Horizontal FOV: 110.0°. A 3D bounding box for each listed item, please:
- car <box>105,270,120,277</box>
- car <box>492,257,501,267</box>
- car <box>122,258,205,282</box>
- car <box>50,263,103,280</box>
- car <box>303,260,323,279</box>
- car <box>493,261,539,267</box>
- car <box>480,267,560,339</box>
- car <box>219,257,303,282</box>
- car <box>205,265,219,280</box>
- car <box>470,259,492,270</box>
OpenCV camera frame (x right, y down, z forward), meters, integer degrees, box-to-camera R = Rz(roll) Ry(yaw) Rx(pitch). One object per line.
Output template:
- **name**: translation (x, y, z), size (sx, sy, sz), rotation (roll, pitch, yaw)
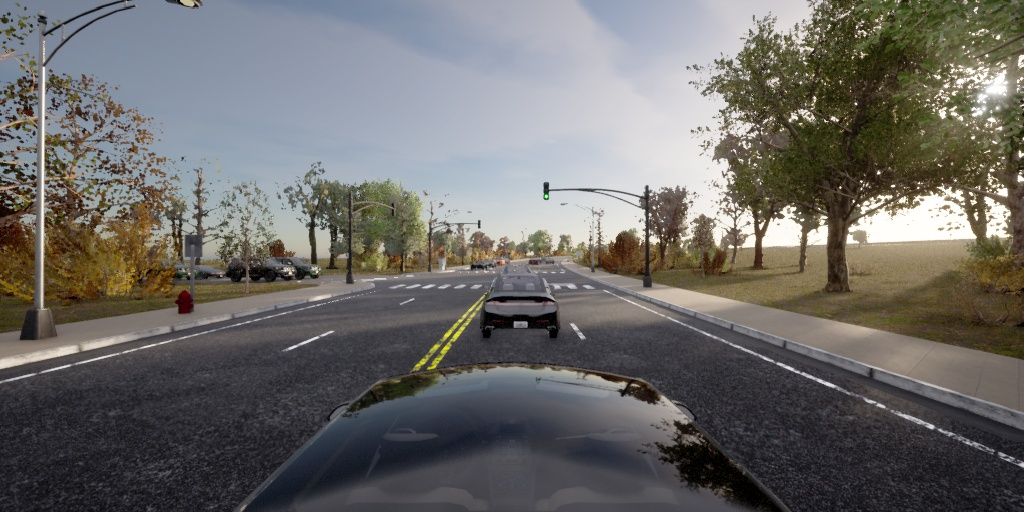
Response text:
- **car**: translation (-43.375, 1.713, 37.527), size (5.357, 1.411, 2.033), rotation (-1, -1, 10)
- **car**: translation (-3.622, 1.228, 59.463), size (2.033, 1.411, 5.357), rotation (0, 0, 5)
- **car**: translation (-31.028, 1.229, 32.008), size (5.566, 2.045, 2.150), rotation (-1, -1, 10)
- **car**: translation (-41.978, 1.470, 33.974), size (4.553, 1.767, 2.097), rotation (-1, -1, 10)
- **car**: translation (-20.634, 1.152, 33.452), size (5.566, 2.045, 2.150), rotation (-1, -1, 10)
- **car**: translation (0.188, 1.238, 19.349), size (2.128, 1.511, 4.902), rotation (0, 0, -3)
- **car**: translation (0.201, 1.242, 10.048), size (2.128, 1.511, 4.902), rotation (0, 0, 0)
- **car**: translation (-21.118, 1.124, 30.236), size (5.566, 2.045, 2.150), rotation (-1, -1, 10)
- **car**: translation (-30.833, 1.585, 35.272), size (5.357, 1.411, 2.033), rotation (-1, -1, 10)
- **car**: translation (-4.489, 1.303, 49.825), size (1.895, 1.301, 4.718), rotation (0, 0, 6)
